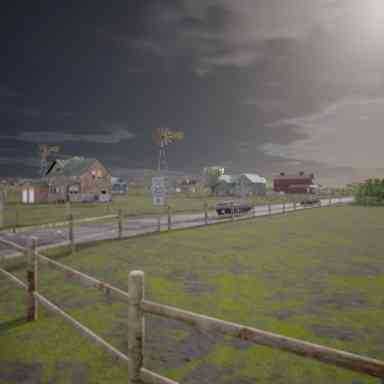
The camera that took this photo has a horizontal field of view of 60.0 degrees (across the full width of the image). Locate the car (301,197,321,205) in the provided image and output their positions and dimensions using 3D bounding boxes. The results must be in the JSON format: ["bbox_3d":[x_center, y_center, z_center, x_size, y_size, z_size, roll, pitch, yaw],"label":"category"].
[{"bbox_3d":[18.115,1.339,50.577,1.895,1.301,4.718,-1,0,34],"label":"car"}]

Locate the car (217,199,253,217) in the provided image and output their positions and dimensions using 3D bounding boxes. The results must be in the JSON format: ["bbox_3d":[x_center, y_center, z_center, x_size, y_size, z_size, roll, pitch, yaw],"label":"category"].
[{"bbox_3d":[3.997,1.361,29.873,1.837,1.490,4.892,0,0,34],"label":"car"}]
